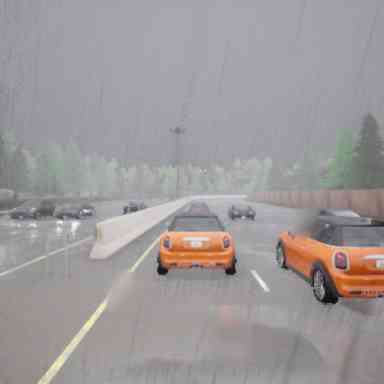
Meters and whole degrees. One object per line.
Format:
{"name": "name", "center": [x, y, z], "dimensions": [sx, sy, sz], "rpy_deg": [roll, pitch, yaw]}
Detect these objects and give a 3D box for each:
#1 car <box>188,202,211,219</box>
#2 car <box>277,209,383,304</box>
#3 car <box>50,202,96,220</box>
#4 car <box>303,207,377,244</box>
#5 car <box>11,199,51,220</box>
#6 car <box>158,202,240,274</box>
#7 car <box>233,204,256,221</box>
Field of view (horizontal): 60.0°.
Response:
{"name": "car", "center": [0.689, 1.658, 30.976], "dimensions": [1.994, 1.385, 4.181], "rpy_deg": [0, 0, 2]}
{"name": "car", "center": [3.617, 1.374, 8.349], "dimensions": [2.097, 1.767, 4.553], "rpy_deg": [0, 0, 0]}
{"name": "car", "center": [-10.069, 1.646, 29.274], "dimensions": [2.033, 1.411, 5.357], "rpy_deg": [0, 0, 2]}
{"name": "car", "center": [7.272, 1.571, 16.949], "dimensions": [1.812, 1.442, 4.674], "rpy_deg": [0, 0, 2]}
{"name": "car", "center": [-13.580, 1.452, 28.765], "dimensions": [2.097, 1.767, 4.553], "rpy_deg": [0, 0, 2]}
{"name": "car", "center": [0.149, 1.384, 10.795], "dimensions": [2.097, 1.767, 4.553], "rpy_deg": [0, 0, 1]}
{"name": "car", "center": [4.098, 1.683, 28.164], "dimensions": [1.895, 1.301, 4.718], "rpy_deg": [0, 0, 2]}
